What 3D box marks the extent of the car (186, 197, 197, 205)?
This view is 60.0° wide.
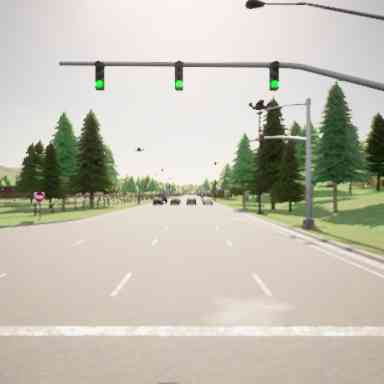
[{"bbox_3d":[-0.079,1.861,70.084,2.097,1.767,4.553,0,0,0],"label":"car"}]

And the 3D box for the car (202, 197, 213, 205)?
[{"bbox_3d":[3.421,2.031,70.151,1.812,1.442,4.674,0,0,0],"label":"car"}]

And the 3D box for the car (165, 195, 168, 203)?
[{"bbox_3d":[-7.091,1.646,80.175,2.150,2.045,5.566,0,0,0],"label":"car"}]

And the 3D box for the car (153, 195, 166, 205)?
[{"bbox_3d":[-7.079,1.981,69.722,1.882,1.535,5.008,0,0,0],"label":"car"}]

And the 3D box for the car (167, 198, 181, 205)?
[{"bbox_3d":[-3.579,2.003,69.726,1.837,1.490,4.892,0,0,0],"label":"car"}]

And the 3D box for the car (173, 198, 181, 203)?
[{"bbox_3d":[-3.591,2.016,80.176,1.895,1.301,4.718,0,0,0],"label":"car"}]

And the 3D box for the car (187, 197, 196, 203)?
[{"bbox_3d":[-0.091,1.973,80.150,1.994,1.385,4.181,0,0,0],"label":"car"}]

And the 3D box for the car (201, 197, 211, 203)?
[{"bbox_3d":[3.409,1.945,80.155,2.128,1.511,4.902,0,0,0],"label":"car"}]
